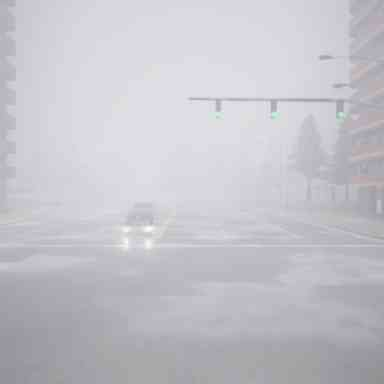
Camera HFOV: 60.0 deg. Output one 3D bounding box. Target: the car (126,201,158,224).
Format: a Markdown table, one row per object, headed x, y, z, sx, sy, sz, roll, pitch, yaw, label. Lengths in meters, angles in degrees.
| x | y | z | sx | sy | sz | roll | pitch | yaw | label |
| --- | --- | --- | --- | --- | --- | --- | --- | --- | --- |
| -3.587 | 1.456 | 24.535 | 1.837 | 1.490 | 4.892 | 0 | 0 | 0 | car |
